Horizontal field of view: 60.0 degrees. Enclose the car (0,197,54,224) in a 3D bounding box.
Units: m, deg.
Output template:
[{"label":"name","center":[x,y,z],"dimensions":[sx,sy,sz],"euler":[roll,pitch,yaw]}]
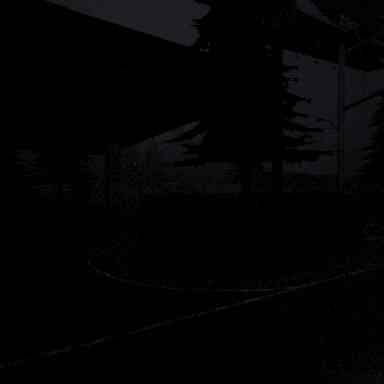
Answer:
[{"label":"car","center":[-11.959,1.313,23.487],"dimensions":[3.866,1.878,1.905],"euler":[0,0,-36]}]
